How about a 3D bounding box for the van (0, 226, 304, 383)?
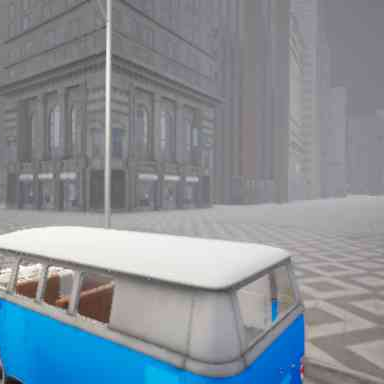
[{"bbox_3d":[-0.849,1.348,3.599,3.998,1.788,1.690,0,1,36],"label":"van"}]
